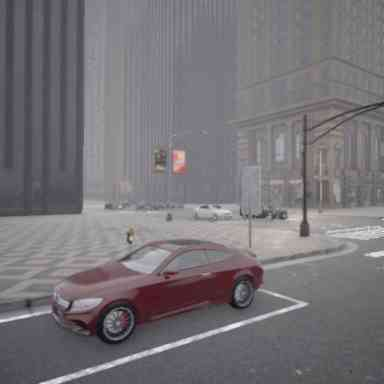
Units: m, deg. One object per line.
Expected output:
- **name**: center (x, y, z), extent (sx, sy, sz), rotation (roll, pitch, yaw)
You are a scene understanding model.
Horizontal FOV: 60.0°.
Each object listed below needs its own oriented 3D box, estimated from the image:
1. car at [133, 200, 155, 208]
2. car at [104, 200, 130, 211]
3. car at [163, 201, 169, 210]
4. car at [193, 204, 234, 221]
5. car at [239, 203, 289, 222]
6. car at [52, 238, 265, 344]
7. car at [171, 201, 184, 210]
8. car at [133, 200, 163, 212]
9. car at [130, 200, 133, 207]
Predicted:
- **car**: center (-9.356, 2.312, 64.124), extent (2.033, 1.411, 5.357), rotation (1, -1, -35)
- **car**: center (-11.813, 2.089, 50.677), extent (2.128, 1.511, 4.902), rotation (1, -1, -35)
- **car**: center (-6.123, 2.242, 54.028), extent (1.895, 1.301, 4.718), rotation (1, -1, -35)
- **car**: center (1.885, 1.856, 31.244), extent (1.812, 1.442, 4.674), rotation (1, -1, -35)
- **car**: center (6.469, 1.793, 30.399), extent (1.882, 1.535, 5.008), rotation (1, -1, -35)
- **car**: center (-0.405, 1.593, 6.356), extent (4.206, 1.307, 1.802), rotation (0, 0, -36)
- **car**: center (-3.357, 2.211, 55.697), extent (2.033, 1.411, 5.357), rotation (1, -1, -35)
- **car**: center (-6.538, 2.138, 48.795), extent (1.994, 1.385, 4.181), rotation (1, -1, -35)
- **car**: center (-12.007, 2.245, 62.246), extent (1.837, 1.490, 4.892), rotation (1, -1, -35)
